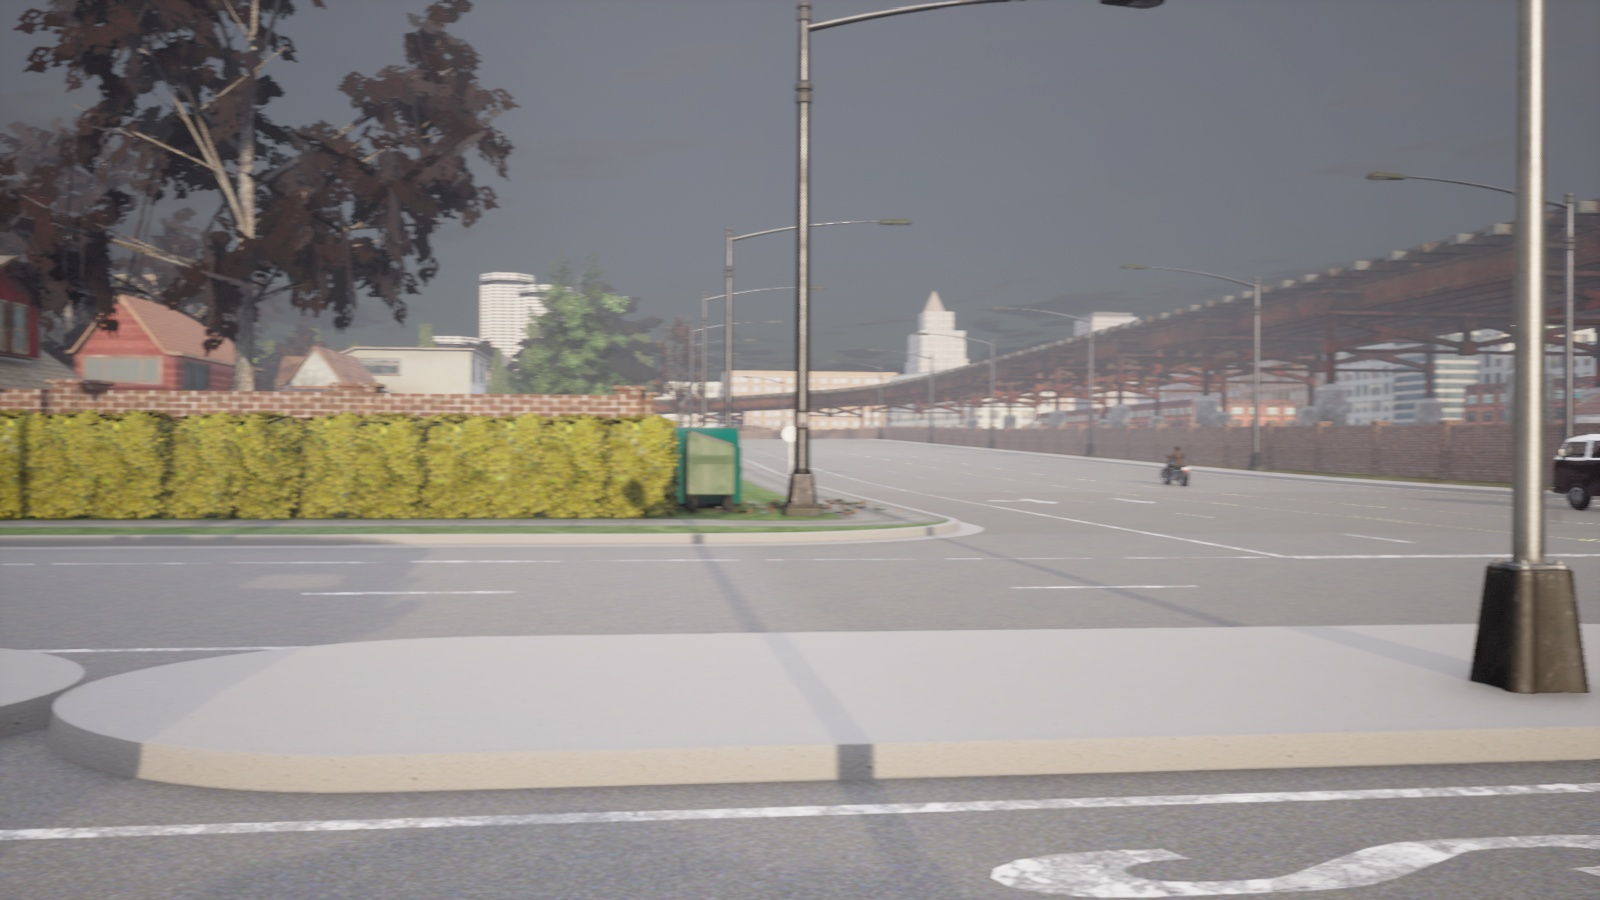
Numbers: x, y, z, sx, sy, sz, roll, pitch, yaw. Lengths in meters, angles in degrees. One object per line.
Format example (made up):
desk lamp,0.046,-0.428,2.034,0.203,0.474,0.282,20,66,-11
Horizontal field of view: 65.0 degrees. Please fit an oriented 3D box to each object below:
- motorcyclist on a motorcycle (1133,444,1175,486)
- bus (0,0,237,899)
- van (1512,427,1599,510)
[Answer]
motorcyclist on a motorcycle,14.415,0.593,51.244,0.766,1.649,2.350,0,0,-8
bus,-7.081,-0.642,2.383,10.273,4.253,3.944,0,0,-8
van,20.512,0.457,31.756,2.069,2.038,4.480,0,0,-8
